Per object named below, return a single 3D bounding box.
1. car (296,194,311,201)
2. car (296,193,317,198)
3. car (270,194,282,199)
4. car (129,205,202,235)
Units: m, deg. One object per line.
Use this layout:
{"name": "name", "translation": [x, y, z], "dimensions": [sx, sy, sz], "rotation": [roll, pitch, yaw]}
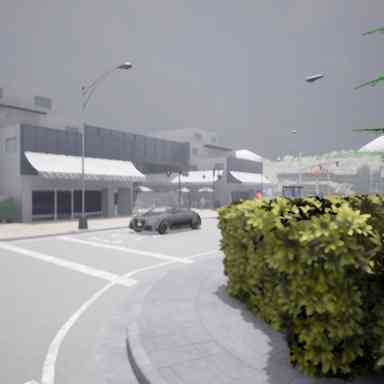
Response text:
{"name": "car", "translation": [26.188, 1.304, 77.880], "dimensions": [2.007, 1.523, 4.514], "rotation": [0, 0, 38]}
{"name": "car", "translation": [11.280, 1.171, 33.763], "dimensions": [2.097, 1.767, 4.553], "rotation": [0, 0, 38]}
{"name": "car", "translation": [18.976, 1.237, 74.550], "dimensions": [1.970, 1.475, 3.806], "rotation": [0, 0, 38]}
{"name": "car", "translation": [-1.314, 1.384, 17.636], "dimensions": [1.994, 1.385, 4.181], "rotation": [0, 0, 38]}
